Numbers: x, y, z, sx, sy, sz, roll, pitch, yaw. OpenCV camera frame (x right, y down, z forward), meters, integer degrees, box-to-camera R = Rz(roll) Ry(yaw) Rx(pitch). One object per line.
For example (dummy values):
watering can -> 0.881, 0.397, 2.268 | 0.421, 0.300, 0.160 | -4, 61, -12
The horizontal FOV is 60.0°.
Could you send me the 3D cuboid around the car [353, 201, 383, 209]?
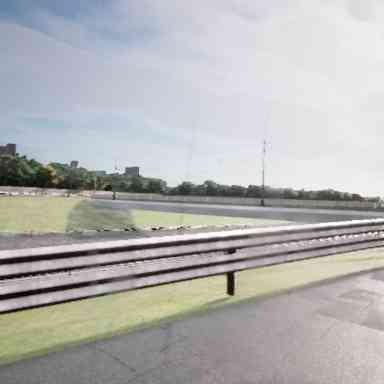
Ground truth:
car -> 25.473, 2.035, 47.708 | 4.181, 1.385, 1.994 | 1, -1, 24
